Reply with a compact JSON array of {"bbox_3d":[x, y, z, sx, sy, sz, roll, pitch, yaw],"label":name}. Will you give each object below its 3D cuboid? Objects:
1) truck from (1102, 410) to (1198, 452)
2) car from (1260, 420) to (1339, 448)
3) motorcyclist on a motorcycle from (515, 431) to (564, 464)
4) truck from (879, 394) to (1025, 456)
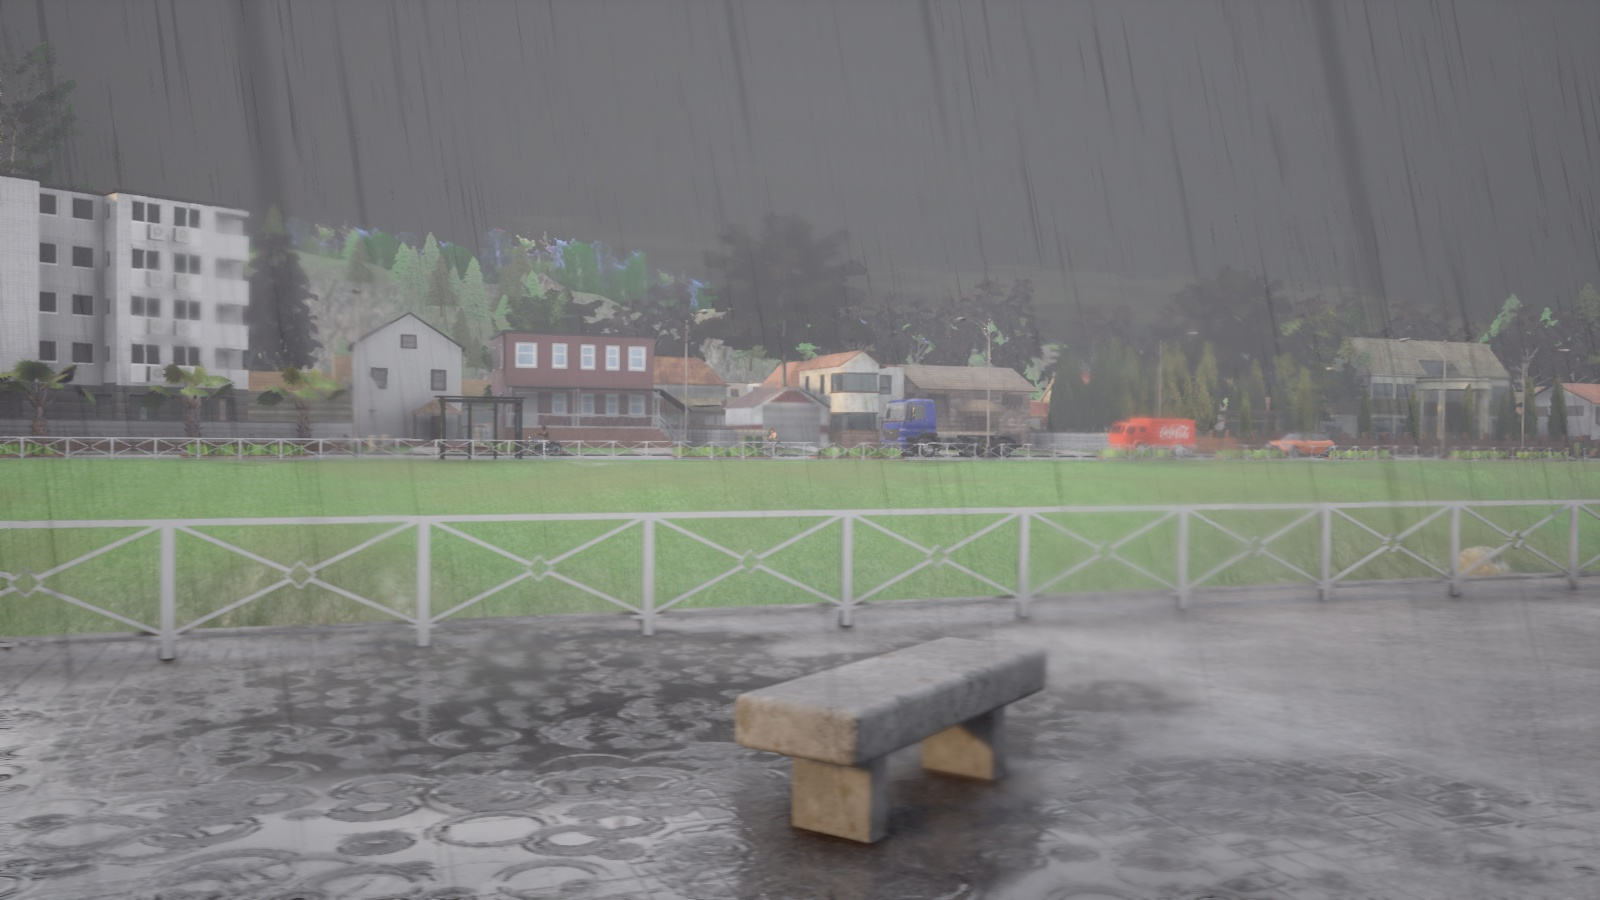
[{"bbox_3d":[21.741,-1.194,78.015,5.204,2.467,2.627,-1,1,-21],"label":"truck"},{"bbox_3d":[32.658,-1.033,82.161,4.553,1.767,2.097,-1,1,-21],"label":"car"},{"bbox_3d":[-13.407,-0.159,64.685,2.350,1.649,0.766,-1,1,-21],"label":"motorcyclist on a motorcycle"},{"bbox_3d":[8.849,-1.469,73.118,7.936,3.462,2.891,-1,1,-21],"label":"truck"}]
